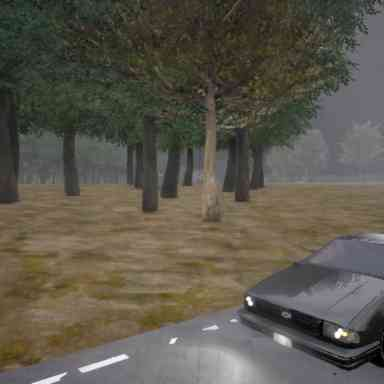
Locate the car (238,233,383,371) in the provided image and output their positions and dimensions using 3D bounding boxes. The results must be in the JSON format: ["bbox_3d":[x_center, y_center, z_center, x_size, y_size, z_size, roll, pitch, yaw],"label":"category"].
[{"bbox_3d":[3.280,1.480,5.866,5.357,1.411,2.033,-1,1,-37],"label":"car"}]
